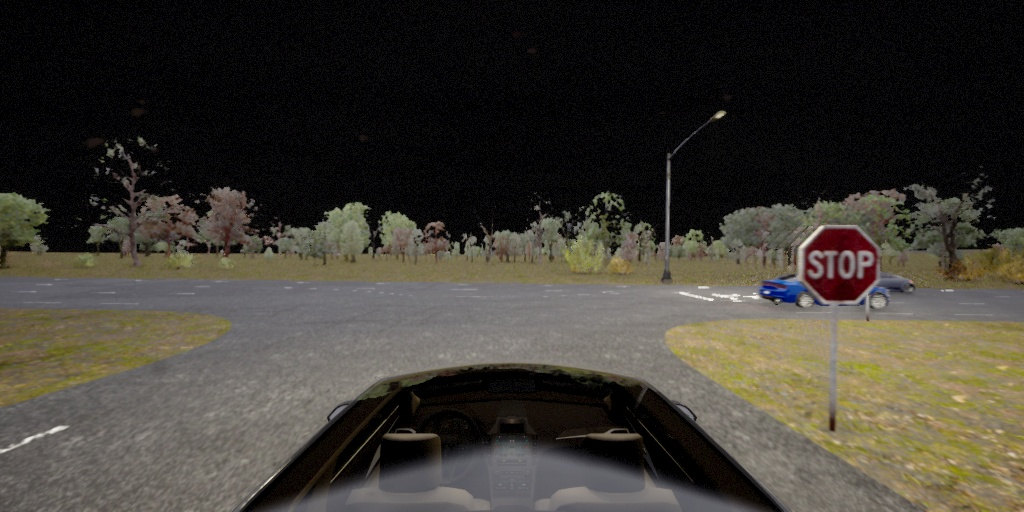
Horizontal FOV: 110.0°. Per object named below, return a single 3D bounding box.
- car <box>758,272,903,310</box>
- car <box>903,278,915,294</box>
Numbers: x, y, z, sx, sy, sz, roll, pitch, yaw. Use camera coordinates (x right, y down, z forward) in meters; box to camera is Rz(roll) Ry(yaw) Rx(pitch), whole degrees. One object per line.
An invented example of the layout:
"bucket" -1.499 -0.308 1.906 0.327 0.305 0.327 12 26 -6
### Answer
"car" 13.899 1.505 16.093 5.008 1.535 1.882 1 1 0
"car" 23.021 1.696 23.035 4.181 1.385 1.994 0 0 0
